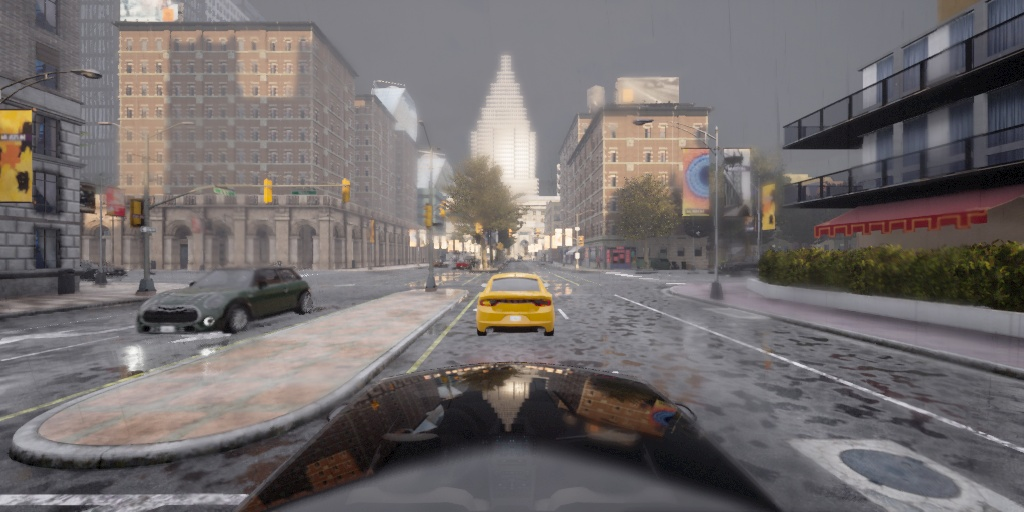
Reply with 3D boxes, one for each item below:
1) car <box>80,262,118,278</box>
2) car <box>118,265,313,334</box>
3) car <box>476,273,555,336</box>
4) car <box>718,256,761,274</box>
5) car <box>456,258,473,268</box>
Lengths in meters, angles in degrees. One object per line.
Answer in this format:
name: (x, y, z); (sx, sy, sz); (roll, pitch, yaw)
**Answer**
car: (-37.885, 1.256, 32.404); (4.892, 1.490, 1.837); (0, 0, 0)
car: (-7.988, 1.101, 10.556); (2.097, 1.767, 4.553); (0, 0, 0)
car: (0.092, 1.228, 10.414); (1.882, 1.535, 5.008); (0, 0, 0)
car: (26.004, 0.971, 39.763); (5.566, 2.045, 2.150); (0, 0, 0)
car: (-8.001, 1.351, 59.154); (1.895, 1.301, 4.718); (0, 0, 0)
